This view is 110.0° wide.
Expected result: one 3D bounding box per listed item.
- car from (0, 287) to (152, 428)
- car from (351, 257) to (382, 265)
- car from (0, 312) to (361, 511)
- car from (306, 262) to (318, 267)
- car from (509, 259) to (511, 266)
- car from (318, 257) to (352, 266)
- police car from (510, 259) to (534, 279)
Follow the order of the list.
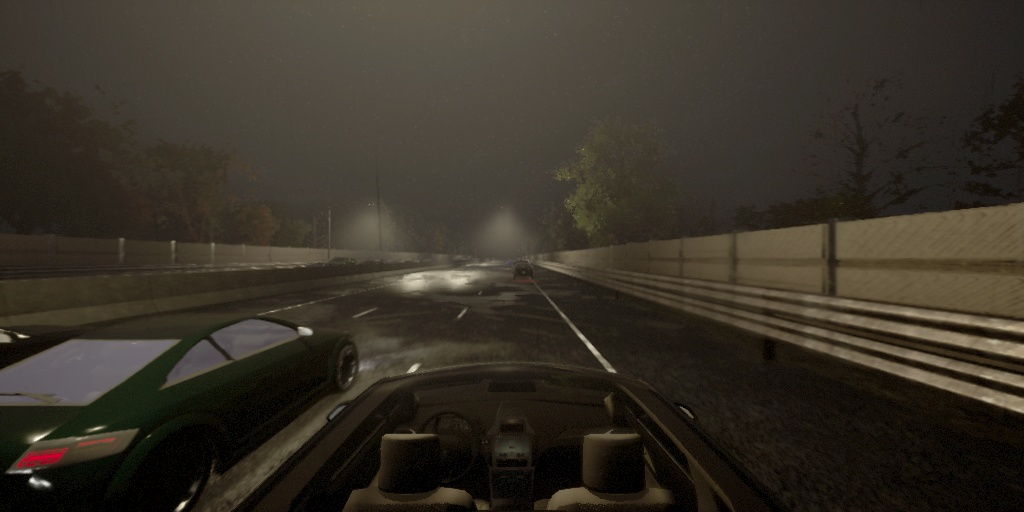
[{"bbox_3d":[-6.902,1.260,3.509,1.837,1.490,4.892,0,0,0],"label":"car"},{"bbox_3d":[-17.582,1.231,44.581,2.097,1.767,4.553,0,0,0],"label":"car"},{"bbox_3d":[-3.403,1.321,4.036,1.994,1.385,4.181,0,0,0],"label":"car"},{"bbox_3d":[-24.577,1.446,45.886,1.994,1.385,4.181,0,0,0],"label":"car"},{"bbox_3d":[1.028,1.229,43.944,2.097,1.767,4.553,0,0,0],"label":"car"},{"bbox_3d":[-21.079,1.098,44.399,2.150,2.045,5.566,0,0,0],"label":"car"},{"bbox_3d":[1.034,1.273,34.084,1.930,1.638,5.238,0,0,0],"label":"police car"}]
